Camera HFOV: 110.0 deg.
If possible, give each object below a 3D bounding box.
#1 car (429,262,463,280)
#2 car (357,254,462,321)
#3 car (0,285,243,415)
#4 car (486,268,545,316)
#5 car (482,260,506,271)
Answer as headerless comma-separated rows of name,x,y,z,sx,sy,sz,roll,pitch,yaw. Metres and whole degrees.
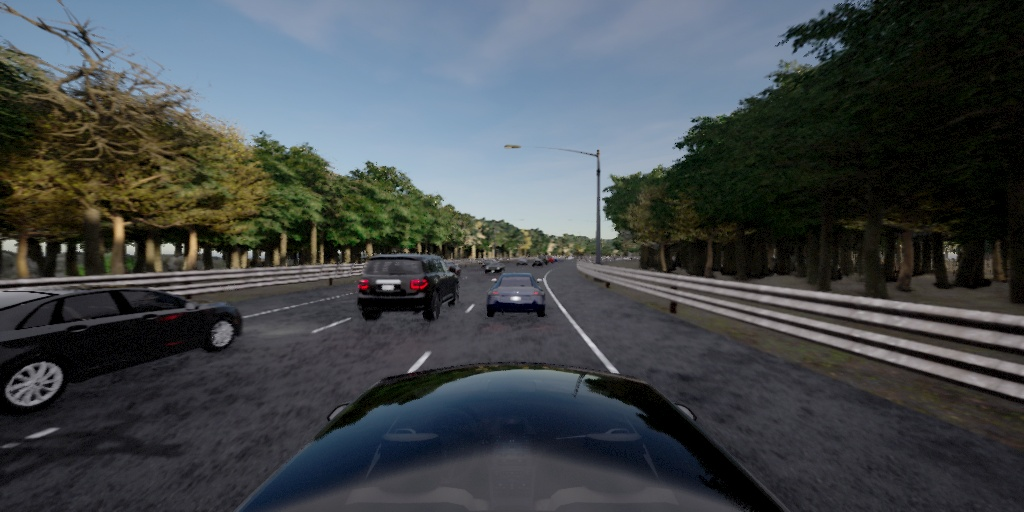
car,-5.864,1.295,32.401,1.994,1.385,4.181,0,0,4
car,-3.337,0.962,12.582,2.150,2.045,5.566,0,0,2
car,-6.898,1.228,5.928,1.837,1.490,4.892,0,1,1
car,0.174,1.312,13.342,1.994,1.385,4.181,0,0,2
car,-1.813,1.337,40.686,1.895,1.301,4.718,0,0,5
